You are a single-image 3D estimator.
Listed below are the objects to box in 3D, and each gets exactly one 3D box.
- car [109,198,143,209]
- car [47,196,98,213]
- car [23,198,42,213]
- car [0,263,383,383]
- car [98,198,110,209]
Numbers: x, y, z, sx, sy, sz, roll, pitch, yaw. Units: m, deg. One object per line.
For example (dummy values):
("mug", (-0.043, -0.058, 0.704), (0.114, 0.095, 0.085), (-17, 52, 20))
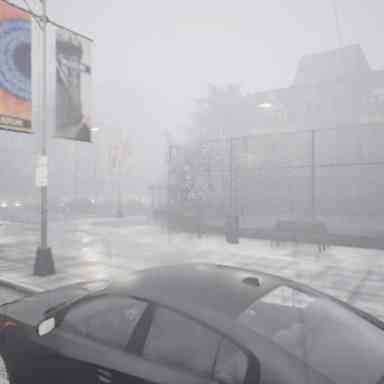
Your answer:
("car", (-8.489, 1.599, 44.670), (1.994, 1.385, 4.181), (0, 0, 35))
("car", (-13.445, 1.387, 37.596), (2.097, 1.767, 4.553), (0, 0, 35))
("car", (-17.020, 1.390, 38.595), (2.097, 1.767, 4.553), (0, 0, 35))
("car", (-0.177, 1.482, 3.259), (5.008, 1.535, 2.097), (0, 0, 35))
("car", (-11.587, 1.586, 46.352), (2.033, 1.411, 5.357), (0, 0, 35))
